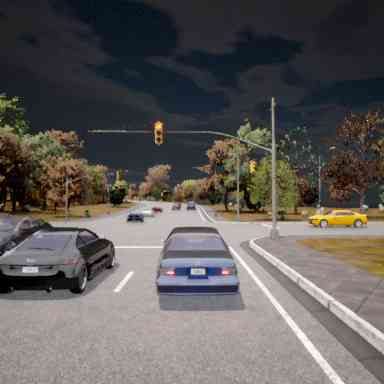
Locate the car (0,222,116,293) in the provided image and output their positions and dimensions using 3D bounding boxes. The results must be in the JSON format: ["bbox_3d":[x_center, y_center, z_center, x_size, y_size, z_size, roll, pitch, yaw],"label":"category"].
[{"bbox_3d":[-3.444,1.666,9.100,1.994,1.385,4.181,0,-1,0],"label":"car"}]

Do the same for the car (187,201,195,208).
[{"bbox_3d":[-0.321,3.248,88.051,1.882,1.535,5.008,0,0,-4],"label":"car"}]

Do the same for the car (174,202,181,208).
[{"bbox_3d":[-3.845,3.433,88.309,1.837,1.490,4.892,0,0,-4],"label":"car"}]

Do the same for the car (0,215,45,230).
[{"bbox_3d":[-7.133,1.688,12.975,2.128,1.511,4.902,0,-2,0],"label":"car"}]

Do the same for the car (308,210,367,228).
[{"bbox_3d":[12.965,2.369,29.720,5.008,1.535,1.882,0,-3,-2],"label":"car"}]

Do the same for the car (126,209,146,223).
[{"bbox_3d":[-6.698,2.937,39.264,1.895,1.301,4.718,0,-3,-7],"label":"car"}]

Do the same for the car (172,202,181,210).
[{"bbox_3d":[-3.701,3.489,78.333,1.812,1.442,4.674,0,0,0],"label":"car"}]

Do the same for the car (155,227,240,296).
[{"bbox_3d":[0.069,1.647,8.991,2.033,1.411,5.357,0,-1,-1],"label":"car"}]

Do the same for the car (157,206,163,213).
[{"bbox_3d":[-7.177,3.589,69.075,1.895,1.301,4.718,0,0,0],"label":"car"}]

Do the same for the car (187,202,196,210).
[{"bbox_3d":[-0.200,3.314,77.872,2.097,1.767,4.553,0,0,0],"label":"car"}]

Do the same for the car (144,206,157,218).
[{"bbox_3d":[-7.243,3.376,54.183,1.812,1.442,4.674,0,-1,0],"label":"car"}]
